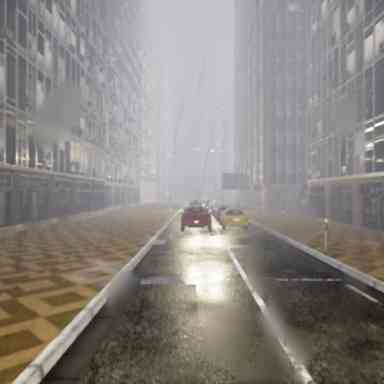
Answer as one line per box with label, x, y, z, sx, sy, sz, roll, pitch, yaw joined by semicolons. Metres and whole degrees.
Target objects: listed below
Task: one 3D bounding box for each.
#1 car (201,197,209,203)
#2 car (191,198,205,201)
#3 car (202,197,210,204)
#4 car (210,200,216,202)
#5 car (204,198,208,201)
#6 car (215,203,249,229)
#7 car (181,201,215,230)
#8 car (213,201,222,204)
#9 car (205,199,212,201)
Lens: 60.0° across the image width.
car;3.287;2.062;83.414;2.008;1.369;4.403;0;0;1
car;0.486;1.787;45.507;1.837;1.490;4.892;0;0;1
car;3.240;2.006;78.033;1.752;1.417;4.829;0;0;1
car;2.845;1.796;33.455;1.802;1.307;4.206;0;0;1
car;2.945;1.808;44.727;1.752;1.417;4.829;0;0;1
car;2.749;1.673;22.524;1.752;1.417;4.829;0;0;1
car;0.279;1.616;22.029;1.882;1.535;5.008;0;0;1
car;2.796;1.725;27.904;1.887;1.381;4.507;0;0;1
car;2.894;1.799;39.006;2.008;1.369;4.403;0;0;1
